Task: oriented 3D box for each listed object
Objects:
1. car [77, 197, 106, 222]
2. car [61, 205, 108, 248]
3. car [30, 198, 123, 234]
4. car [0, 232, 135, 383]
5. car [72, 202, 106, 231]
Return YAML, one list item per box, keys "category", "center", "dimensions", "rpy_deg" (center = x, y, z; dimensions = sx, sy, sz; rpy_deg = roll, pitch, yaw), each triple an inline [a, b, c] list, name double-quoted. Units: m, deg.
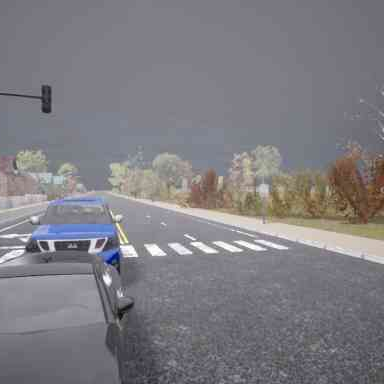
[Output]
- category: "car"
  center: [-8.219, 1.337, 27.482]
  dimensions: [2.097, 1.767, 4.553]
  rpy_deg: [0, 0, -16]
- category: "car"
  center: [-5.045, 1.498, 16.016]
  dimensions: [1.837, 1.490, 4.892]
  rpy_deg: [0, 0, -15]
- category: "car"
  center: [-3.364, 1.218, 9.951]
  dimensions: [2.150, 2.045, 5.566]
  rpy_deg: [0, 0, -15]
- category: "car"
  center: [-1.700, 1.524, 3.868]
  dimensions: [1.812, 1.442, 4.674]
  rpy_deg: [0, 0, -13]
- category: "car"
  center: [-6.636, 1.468, 21.755]
  dimensions: [1.882, 1.535, 5.008]
  rpy_deg: [0, 0, -16]
